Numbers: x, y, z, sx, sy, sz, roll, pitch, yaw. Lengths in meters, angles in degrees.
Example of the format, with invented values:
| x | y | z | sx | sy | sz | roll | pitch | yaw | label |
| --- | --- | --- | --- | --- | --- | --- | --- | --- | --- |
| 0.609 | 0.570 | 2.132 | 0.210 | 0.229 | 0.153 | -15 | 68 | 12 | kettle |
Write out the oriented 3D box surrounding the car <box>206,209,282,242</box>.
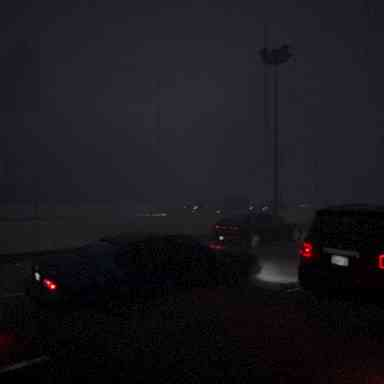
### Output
| x | y | z | sx | sy | sz | roll | pitch | yaw | label |
| --- | --- | --- | --- | --- | --- | --- | --- | --- | --- |
| 3.075 | 1.627 | 15.074 | 4.892 | 1.490 | 1.837 | 0 | 0 | -39 | car |

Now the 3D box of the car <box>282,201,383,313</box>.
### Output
| x | y | z | sx | sy | sz | roll | pitch | yaw | label |
| --- | --- | --- | --- | --- | --- | --- | --- | --- | --- |
| 4.664 | 1.286 | 7.370 | 5.566 | 2.045 | 2.150 | 0 | 0 | -38 | car |

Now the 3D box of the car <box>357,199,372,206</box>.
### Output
| x | y | z | sx | sy | sz | roll | pitch | yaw | label |
| --- | --- | --- | --- | --- | --- | --- | --- | --- | --- |
| 34.181 | 2.026 | 65.860 | 2.033 | 1.411 | 5.357 | 0 | -1 | 33 | car |

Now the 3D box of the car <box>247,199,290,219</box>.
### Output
| x | y | z | sx | sy | sz | roll | pitch | yaw | label |
| --- | --- | --- | --- | --- | --- | --- | --- | --- | --- |
| 7.729 | 1.622 | 33.474 | 4.553 | 1.767 | 2.097 | 1 | -1 | -44 | car |

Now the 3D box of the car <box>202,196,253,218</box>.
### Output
| x | y | z | sx | sy | sz | roll | pitch | yaw | label |
| --- | --- | --- | --- | --- | --- | --- | --- | --- | --- |
| 3.787 | 1.493 | 34.521 | 5.566 | 2.045 | 2.150 | 0 | 0 | -43 | car |

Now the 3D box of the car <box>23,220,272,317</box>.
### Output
| x | y | z | sx | sy | sz | roll | pitch | yaw | label |
| --- | --- | --- | --- | --- | --- | --- | --- | --- | --- |
| -0.797 | 1.606 | 7.578 | 5.357 | 1.411 | 2.033 | 0 | -1 | -37 | car |

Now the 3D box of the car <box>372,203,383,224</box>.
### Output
| x | y | z | sx | sy | sz | roll | pitch | yaw | label |
| --- | --- | --- | --- | --- | --- | --- | --- | --- | --- |
| 16.512 | 1.710 | 27.111 | 5.008 | 1.535 | 1.882 | 1 | -1 | -44 | car |
